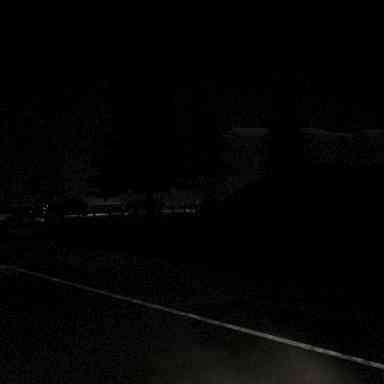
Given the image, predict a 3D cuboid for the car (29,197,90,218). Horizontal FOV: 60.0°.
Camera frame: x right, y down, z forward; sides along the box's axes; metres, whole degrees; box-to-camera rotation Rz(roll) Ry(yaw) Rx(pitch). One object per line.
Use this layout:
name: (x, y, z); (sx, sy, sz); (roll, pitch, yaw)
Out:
car: (-11.435, 1.260, 29.394); (2.097, 1.767, 4.553); (0, 0, 41)

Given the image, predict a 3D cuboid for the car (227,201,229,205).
car: (2.818, 1.516, 46.681); (4.718, 1.301, 1.895); (0, 0, -34)

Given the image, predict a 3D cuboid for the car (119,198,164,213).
car: (-5.233, 1.406, 35.812); (4.902, 1.511, 2.128); (0, 0, -42)

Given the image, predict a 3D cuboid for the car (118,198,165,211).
car: (-5.985, 1.448, 39.908); (5.357, 1.411, 2.033); (0, 0, -42)

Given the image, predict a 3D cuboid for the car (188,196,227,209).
car: (1.691, 1.277, 41.552); (4.553, 1.767, 2.097); (0, 0, -35)
